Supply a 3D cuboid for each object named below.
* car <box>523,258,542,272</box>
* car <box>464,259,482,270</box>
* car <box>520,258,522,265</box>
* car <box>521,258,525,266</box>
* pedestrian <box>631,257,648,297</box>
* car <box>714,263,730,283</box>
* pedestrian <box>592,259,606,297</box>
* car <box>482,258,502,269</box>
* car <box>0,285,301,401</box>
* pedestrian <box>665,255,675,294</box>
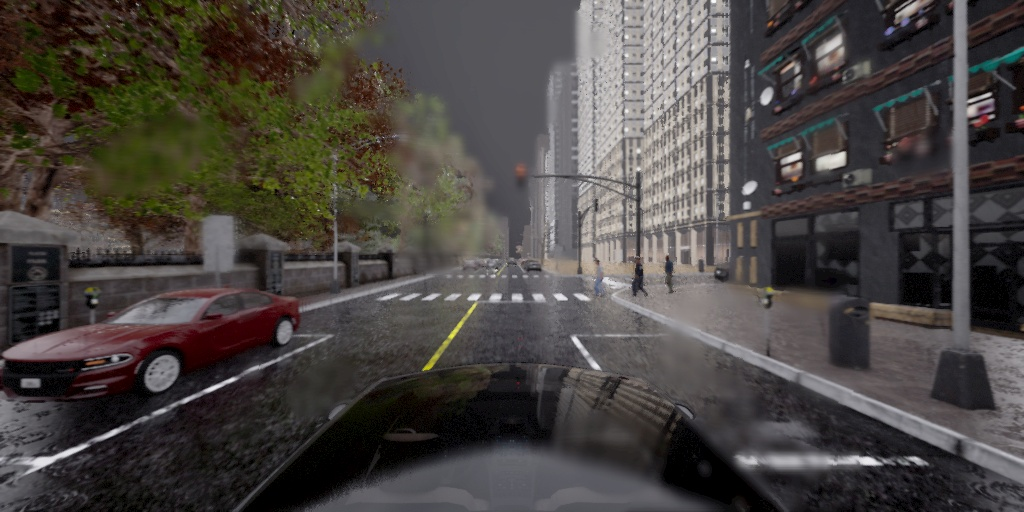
[{"bbox_3d":[2.696,1.291,44.498,1.948,1.339,4.313,0,0,0],"label":"car"},{"bbox_3d":[-5.684,1.307,50.132,1.802,1.307,4.207,0,0,0],"label":"car"},{"bbox_3d":[2.698,1.290,55.763,1.948,1.339,4.313,0,0,0],"label":"car"},{"bbox_3d":[2.697,1.290,50.131,1.948,1.339,4.313,0,0,0],"label":"car"},{"bbox_3d":[5.643,0.880,15.854,0.375,1.860,0.375,0,0,0],"label":"pedestrian"},{"bbox_3d":[14.688,1.007,21.913,4.313,1.339,1.948,0,0,0],"label":"car"},{"bbox_3d":[4.126,1.030,17.053,0.375,1.860,0.375,0,0,0],"label":"pedestrian"},{"bbox_3d":[-3.047,1.216,54.483,2.128,1.511,4.902,0,0,0],"label":"car"},{"bbox_3d":[-5.820,1.291,6.582,1.888,1.381,4.507,0,0,0],"label":"car"},{"bbox_3d":[7.216,0.827,16.454,0.375,1.860,0.375,0,0,0],"label":"pedestrian"}]
